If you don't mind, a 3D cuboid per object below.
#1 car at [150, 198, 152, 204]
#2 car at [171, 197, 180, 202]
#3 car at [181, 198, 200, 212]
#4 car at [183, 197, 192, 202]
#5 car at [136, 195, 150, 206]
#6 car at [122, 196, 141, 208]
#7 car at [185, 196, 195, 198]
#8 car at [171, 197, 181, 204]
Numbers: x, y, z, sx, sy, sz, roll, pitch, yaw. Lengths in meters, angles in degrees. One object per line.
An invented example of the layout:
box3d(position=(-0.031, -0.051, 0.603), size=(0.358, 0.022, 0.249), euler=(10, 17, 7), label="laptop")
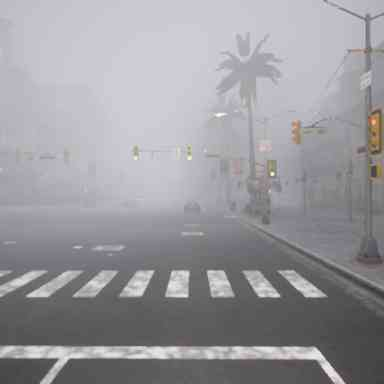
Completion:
box3d(position=(-10.415, 1.977, 77.012), size=(1.882, 1.535, 5.008), euler=(0, 0, 0), label="car")
box3d(position=(-4.876, 2.170, 95.396), size=(1.994, 1.385, 4.181), euler=(0, 0, -12), label="car")
box3d(position=(0.003, 1.840, 42.622), size=(1.994, 1.385, 4.181), euler=(0, 0, 2), label="car")
box3d(position=(-1.281, 2.169, 95.132), size=(1.994, 1.385, 4.181), euler=(0, 0, -12), label="car")
box3d(position=(-10.438, 1.653, 66.562), size=(2.150, 2.045, 5.566), euler=(0, 0, 0), label="car")
box3d(position=(-10.477, 1.912, 56.313), size=(2.033, 1.411, 5.357), euler=(0, 0, 1), label="car")
box3d(position=(-0.044, 1.905, 84.929), size=(2.097, 1.767, 4.553), euler=(0, 0, -4), label="car")
box3d(position=(-3.413, 2.059, 78.125), size=(1.994, 1.385, 4.181), euler=(0, 0, 0), label="car")
